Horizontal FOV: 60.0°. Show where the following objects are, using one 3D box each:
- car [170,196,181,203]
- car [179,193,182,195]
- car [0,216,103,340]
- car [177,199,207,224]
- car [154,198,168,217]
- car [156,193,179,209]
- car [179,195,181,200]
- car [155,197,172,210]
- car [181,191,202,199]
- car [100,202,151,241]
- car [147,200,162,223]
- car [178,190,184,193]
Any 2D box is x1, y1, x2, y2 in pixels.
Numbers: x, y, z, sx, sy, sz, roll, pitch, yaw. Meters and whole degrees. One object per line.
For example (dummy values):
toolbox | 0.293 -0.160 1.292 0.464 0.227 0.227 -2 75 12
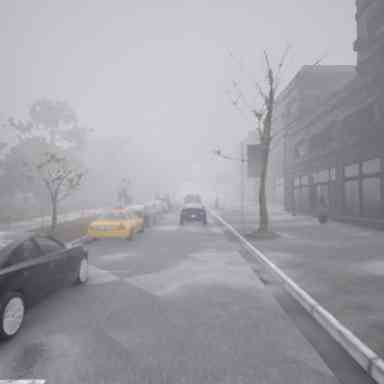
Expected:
car | -3.657 1.558 73.975 2.002 1.452 4.674 0 0 2
car | -3.650 1.534 67.838 1.946 1.575 5.366 0 1 2
car | -3.652 1.511 6.648 2.097 1.535 5.008 0 0 2
car | 0.098 1.522 25.235 1.882 1.535 5.008 0 0 0
car | -3.653 1.566 28.838 2.231 1.521 4.892 0 -1 2
car | -3.657 1.428 50.986 2.185 1.767 4.553 0 0 2
car | -3.667 1.607 56.591 2.163 1.488 4.792 -1 0 2
car | -3.654 1.556 34.379 2.097 1.535 5.008 0 0 2
car | 0.098 1.285 42.826 2.150 2.045 5.566 0 0 0
car | -3.645 1.527 16.900 1.946 1.575 5.366 0 0 2
car | -3.653 1.555 23.282 2.097 1.535 5.008 0 0 2
car | -3.635 1.170 87.232 2.185 1.767 4.553 2 2 2
